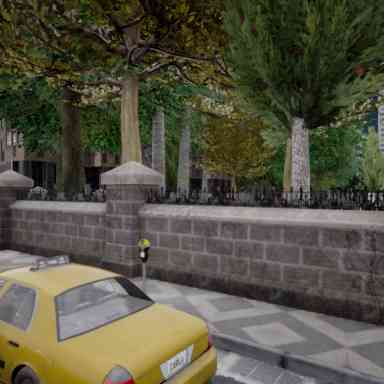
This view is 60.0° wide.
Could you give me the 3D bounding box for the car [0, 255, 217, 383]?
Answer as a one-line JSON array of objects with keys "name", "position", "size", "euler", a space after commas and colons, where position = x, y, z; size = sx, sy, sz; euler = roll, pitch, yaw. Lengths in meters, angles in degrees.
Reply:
[{"name": "car", "position": [-2.014, 1.525, 4.395], "size": [4.829, 1.417, 1.752], "euler": [0, 0, 35]}]
